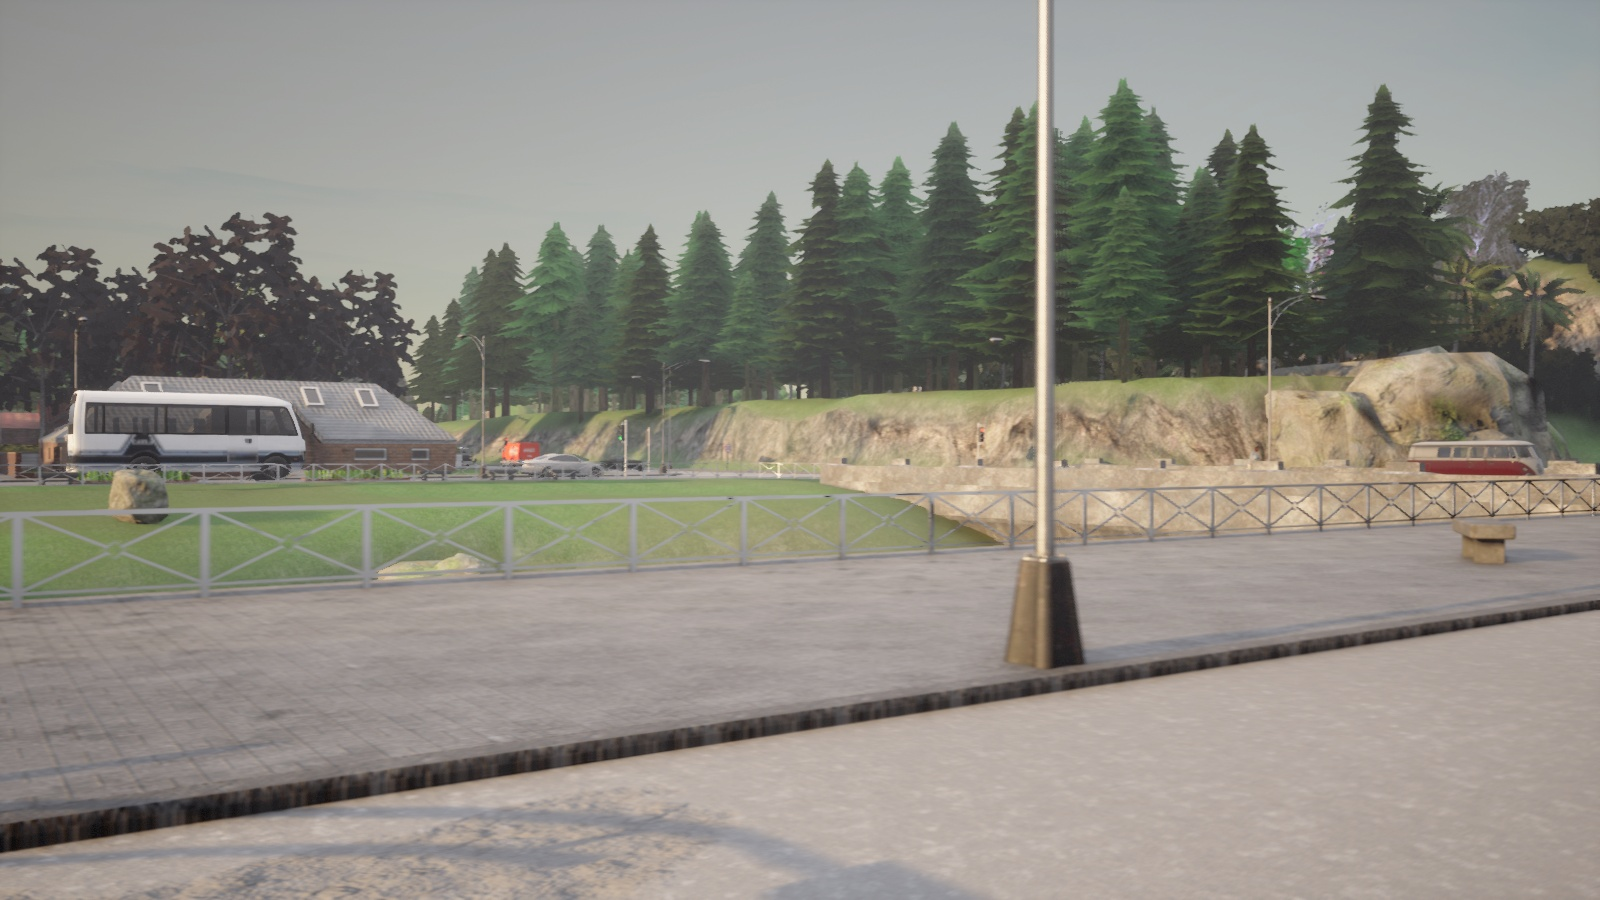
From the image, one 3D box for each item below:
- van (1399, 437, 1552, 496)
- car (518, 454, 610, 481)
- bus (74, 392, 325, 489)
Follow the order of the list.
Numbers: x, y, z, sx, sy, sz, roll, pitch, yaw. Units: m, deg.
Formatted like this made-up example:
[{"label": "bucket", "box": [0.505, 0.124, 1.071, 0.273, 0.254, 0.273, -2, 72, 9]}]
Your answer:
[{"label": "van", "box": [23.831, 0.556, 44.430, 1.775, 1.987, 4.442, 0, 0, -35]}, {"label": "car", "box": [-13.177, 0.970, 70.210, 4.674, 1.442, 1.812, 0, 0, -35]}, {"label": "bus", "box": [-28.378, -0.425, 59.640, 10.273, 4.253, 3.944, 0, 0, -35]}]
